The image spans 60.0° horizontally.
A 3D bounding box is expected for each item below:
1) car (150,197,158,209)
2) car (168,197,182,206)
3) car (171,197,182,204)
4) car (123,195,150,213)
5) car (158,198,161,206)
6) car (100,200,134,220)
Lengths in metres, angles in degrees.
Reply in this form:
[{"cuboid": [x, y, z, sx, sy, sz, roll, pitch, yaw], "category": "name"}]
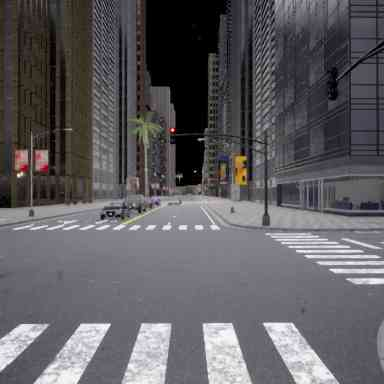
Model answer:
[{"cuboid": [-6.651, 1.484, 48.388, 2.097, 1.767, 4.553, 0, 0, 0], "category": "car"}, {"cuboid": [-3.226, 1.783, 59.806, 1.895, 1.301, 4.718, 0, 0, 0], "category": "car"}, {"cuboid": [-3.238, 1.790, 69.702, 1.994, 1.385, 4.181, 0, 0, 0], "category": "car"}, {"cuboid": [-6.647, 1.315, 38.460, 2.150, 2.045, 5.566, 0, 0, 0], "category": "car"}, {"cuboid": [-6.621, 1.654, 58.528, 1.882, 1.535, 5.008, 0, 0, 0], "category": "car"}, {"cuboid": [-6.634, 1.628, 29.136, 1.994, 1.385, 4.181, 0, 0, 0], "category": "car"}]
